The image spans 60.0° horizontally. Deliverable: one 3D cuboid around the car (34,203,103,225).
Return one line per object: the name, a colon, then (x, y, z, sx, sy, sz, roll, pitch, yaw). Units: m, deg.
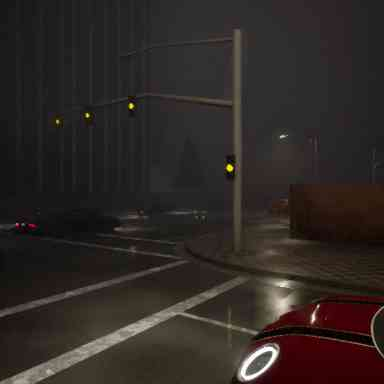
car: (-9.276, 1.601, 25.415, 1.895, 1.301, 4.718, 0, 0, 35)

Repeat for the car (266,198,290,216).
car: (9.158, 1.477, 32.937, 1.882, 1.535, 5.008, 0, 0, 35)

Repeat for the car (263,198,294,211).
car: (10.784, 1.491, 41.299, 2.128, 1.511, 4.902, 0, 0, 36)

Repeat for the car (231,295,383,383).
car: (2.501, 1.352, 2.175, 4.553, 1.767, 2.097, 0, 0, 36)

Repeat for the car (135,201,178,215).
car: (-3.498, 1.601, 33.572, 1.895, 1.301, 4.718, 0, 0, 35)

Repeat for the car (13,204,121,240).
car: (-6.242, 1.547, 17.238, 2.033, 1.411, 5.357, 0, 0, 35)

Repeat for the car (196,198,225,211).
car: (2.344, 1.491, 41.784, 2.128, 1.511, 4.902, 0, 0, 36)
